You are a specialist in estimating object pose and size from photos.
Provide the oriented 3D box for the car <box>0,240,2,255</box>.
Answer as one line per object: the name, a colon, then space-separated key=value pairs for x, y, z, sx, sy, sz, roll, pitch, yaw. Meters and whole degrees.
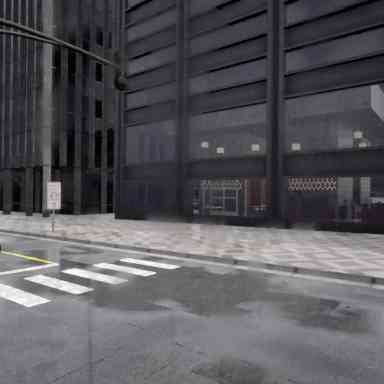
car: x=-8.938 y=1.708 z=12.504 sx=4.674 sy=1.442 sz=1.812 roll=-1 pitch=-1 yaw=38
